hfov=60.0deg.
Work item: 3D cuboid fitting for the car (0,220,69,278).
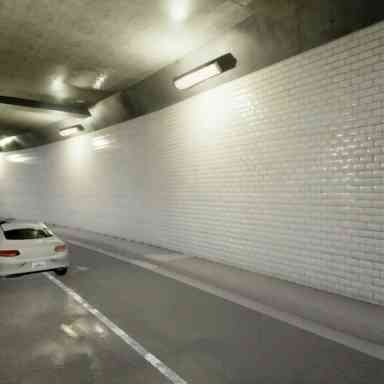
[{"bbox_3d":[-4.998,1.526,9.522,1.812,1.442,4.674,0,0,-39],"label":"car"}]
